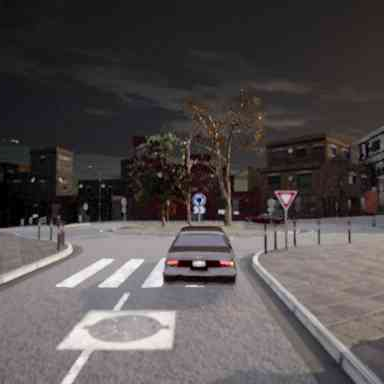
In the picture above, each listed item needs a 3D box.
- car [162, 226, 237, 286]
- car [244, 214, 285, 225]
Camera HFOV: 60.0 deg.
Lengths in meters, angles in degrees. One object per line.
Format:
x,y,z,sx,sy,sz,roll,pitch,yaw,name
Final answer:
0.304,1.712,9.877,2.033,1.411,5.357,0,-2,3,car
8.514,3.183,39.145,4.718,1.301,1.895,-3,-4,44,car
